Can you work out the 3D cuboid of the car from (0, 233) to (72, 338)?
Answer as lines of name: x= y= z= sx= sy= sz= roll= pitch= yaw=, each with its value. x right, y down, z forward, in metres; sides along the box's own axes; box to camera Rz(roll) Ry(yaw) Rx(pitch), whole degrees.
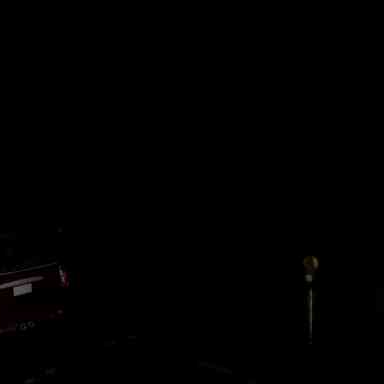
car: x=-4.033 y=1.440 z=5.949 sx=4.097 sy=1.590 sz=1.967 roll=0 pitch=0 yaw=35
